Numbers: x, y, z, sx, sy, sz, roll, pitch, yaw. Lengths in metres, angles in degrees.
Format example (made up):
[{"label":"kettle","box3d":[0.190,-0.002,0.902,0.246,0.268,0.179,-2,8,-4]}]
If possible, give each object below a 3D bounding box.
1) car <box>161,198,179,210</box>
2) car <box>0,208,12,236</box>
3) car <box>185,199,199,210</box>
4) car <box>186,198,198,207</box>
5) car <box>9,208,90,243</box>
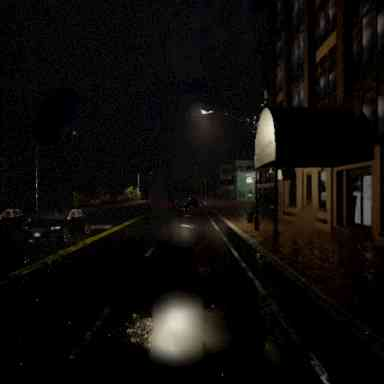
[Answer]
[{"label":"car","box3d":[-3.252,1.750,46.620,2.033,1.411,5.357,0,0,0]},{"label":"car","box3d":[-9.818,1.566,16.572,2.128,1.511,4.902,0,0,0]},{"label":"car","box3d":[-0.002,1.707,46.621,1.837,1.490,4.892,0,0,0]},{"label":"car","box3d":[-0.003,1.810,57.039,1.994,1.385,4.181,0,0,0]},{"label":"car","box3d":[-6.568,1.566,16.573,2.128,1.511,4.902,0,0,0]}]
